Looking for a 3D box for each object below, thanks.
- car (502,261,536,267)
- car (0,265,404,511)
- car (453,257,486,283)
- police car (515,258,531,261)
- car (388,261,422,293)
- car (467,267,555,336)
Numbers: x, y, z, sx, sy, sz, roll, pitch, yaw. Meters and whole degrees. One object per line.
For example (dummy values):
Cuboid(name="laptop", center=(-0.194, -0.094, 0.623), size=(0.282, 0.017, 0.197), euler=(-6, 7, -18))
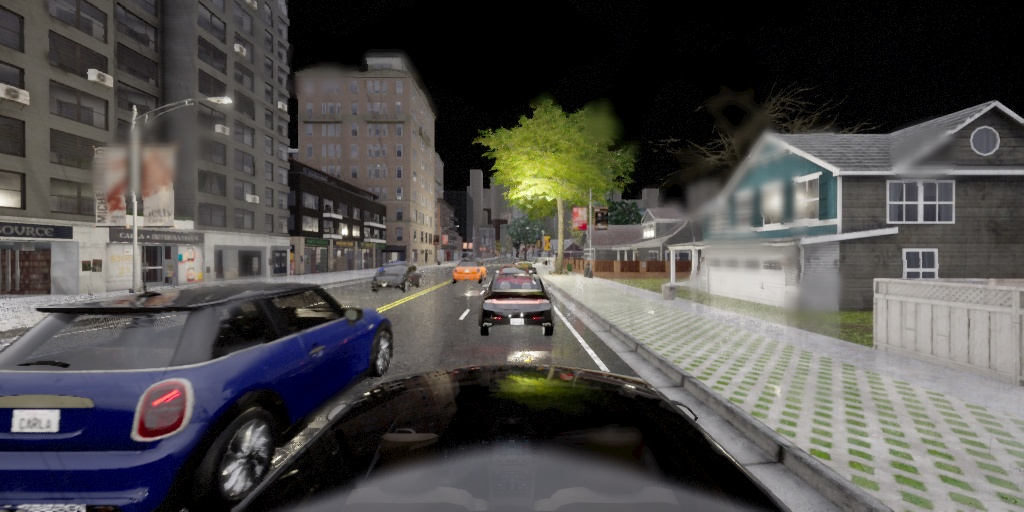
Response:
Cuboid(name="car", center=(0.120, 1.219, 19.879), size=(1.882, 1.535, 5.008), euler=(0, 0, 0))
Cuboid(name="car", center=(-3.146, 1.103, 4.496), size=(2.097, 1.767, 4.553), euler=(0, 0, 0))
Cuboid(name="car", center=(-3.125, 1.085, 27.322), size=(2.097, 1.767, 4.553), euler=(0, 0, 1))
Cuboid(name="police car", center=(1.005, 1.155, 29.608), size=(1.930, 1.638, 5.238), euler=(0, 0, 0))
Cuboid(name="car", center=(-6.578, 1.245, 20.884), size=(1.837, 1.490, 4.892), euler=(0, 0, 0))
Cuboid(name="car", center=(0.112, 1.239, 10.375), size=(2.128, 1.511, 4.902), euler=(0, 0, 0))
